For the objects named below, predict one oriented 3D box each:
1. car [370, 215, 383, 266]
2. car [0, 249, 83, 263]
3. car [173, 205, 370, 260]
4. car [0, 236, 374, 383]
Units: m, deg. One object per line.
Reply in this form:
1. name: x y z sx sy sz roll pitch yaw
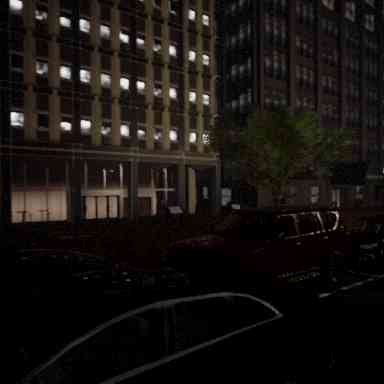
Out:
1. car: 6.236 1.470 11.010 4.403 1.369 2.008 0 0 -35
2. car: -2.757 1.564 4.596 4.313 1.339 1.947 -1 0 -35
3. car: 1.737 1.273 7.802 5.009 1.841 2.192 -1 0 -35
4. car: -0.791 1.487 2.814 4.902 1.511 2.128 0 0 -36
